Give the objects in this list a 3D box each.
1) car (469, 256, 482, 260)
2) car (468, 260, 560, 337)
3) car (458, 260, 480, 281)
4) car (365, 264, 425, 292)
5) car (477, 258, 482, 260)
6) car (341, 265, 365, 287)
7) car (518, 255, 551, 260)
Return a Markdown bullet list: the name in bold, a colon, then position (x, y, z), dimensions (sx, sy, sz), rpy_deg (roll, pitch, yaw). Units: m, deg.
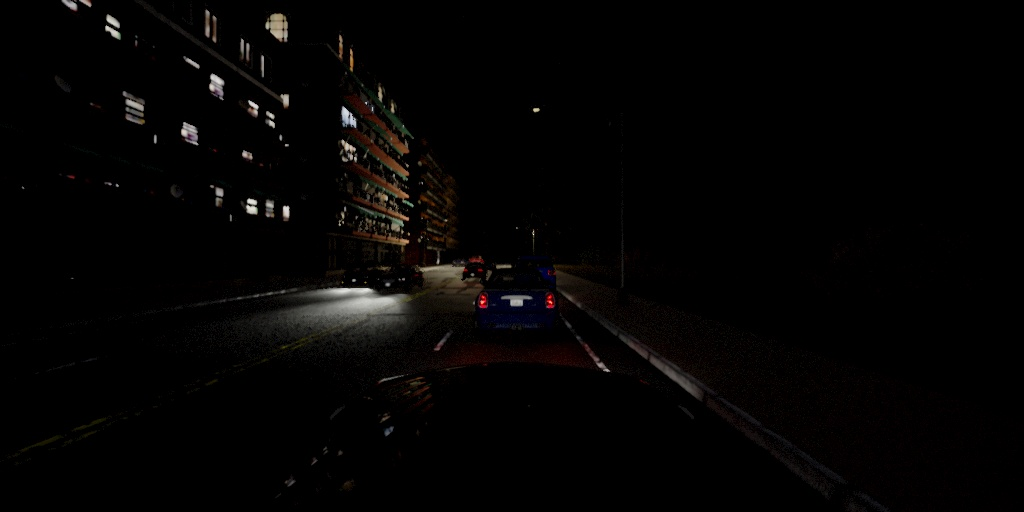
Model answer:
- **car**: position (-6.466, 0.985, 64.159), dimensions (2.150, 2.045, 5.566), rpy_deg (0, 0, 1)
- **car**: position (0.111, 1.106, 10.469), dimensions (2.097, 1.767, 4.553), rpy_deg (0, 0, 0)
- **car**: position (-3.110, 1.285, 30.585), dimensions (1.812, 1.442, 4.674), rpy_deg (0, 0, 0)
- **car**: position (-6.575, 1.249, 21.435), dimensions (2.128, 1.511, 4.902), rpy_deg (0, 0, 0)
- **car**: position (-3.089, 1.326, 45.973), dimensions (1.994, 1.385, 4.181), rpy_deg (0, 0, 0)
- **car**: position (-9.820, 1.322, 24.254), dimensions (1.994, 1.385, 4.181), rpy_deg (0, 0, 0)
- **car**: position (1.162, 0.982, 20.043), dimensions (2.150, 2.045, 5.566), rpy_deg (0, 0, 0)
